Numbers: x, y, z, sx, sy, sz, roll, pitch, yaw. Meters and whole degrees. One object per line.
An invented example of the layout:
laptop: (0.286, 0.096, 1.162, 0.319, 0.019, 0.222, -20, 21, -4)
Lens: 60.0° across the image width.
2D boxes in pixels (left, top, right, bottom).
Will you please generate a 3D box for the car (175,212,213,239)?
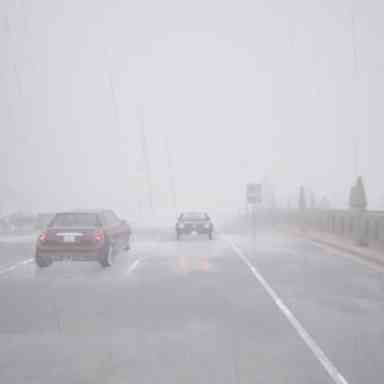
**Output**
car: (0.104, 1.750, 18.175, 1.895, 1.301, 4.718, 0, -2, 0)

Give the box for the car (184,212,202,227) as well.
car: (0.107, 3.037, 35.945, 1.812, 1.442, 4.674, 0, -7, 0)

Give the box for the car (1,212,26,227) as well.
car: (-17.541, 2.801, 34.090, 2.128, 1.511, 4.902, 0, -6, 1)

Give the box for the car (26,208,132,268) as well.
car: (-3.399, 1.333, 11.343, 2.097, 1.767, 4.553, 0, -1, 0)
